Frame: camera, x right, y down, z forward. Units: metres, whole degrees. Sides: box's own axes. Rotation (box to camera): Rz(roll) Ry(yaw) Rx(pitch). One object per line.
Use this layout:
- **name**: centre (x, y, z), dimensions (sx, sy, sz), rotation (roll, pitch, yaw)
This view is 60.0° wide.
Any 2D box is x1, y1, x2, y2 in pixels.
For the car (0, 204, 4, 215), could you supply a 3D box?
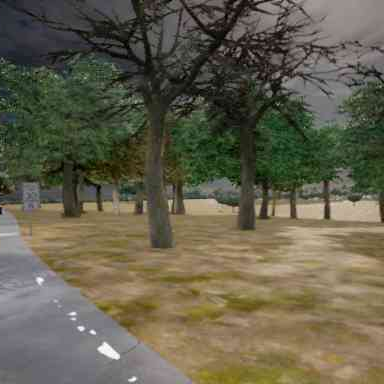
- **car**: centre (-24.649, 2.081, 41.450), dimensions (1.882, 1.535, 5.008), rotation (0, -1, -31)
